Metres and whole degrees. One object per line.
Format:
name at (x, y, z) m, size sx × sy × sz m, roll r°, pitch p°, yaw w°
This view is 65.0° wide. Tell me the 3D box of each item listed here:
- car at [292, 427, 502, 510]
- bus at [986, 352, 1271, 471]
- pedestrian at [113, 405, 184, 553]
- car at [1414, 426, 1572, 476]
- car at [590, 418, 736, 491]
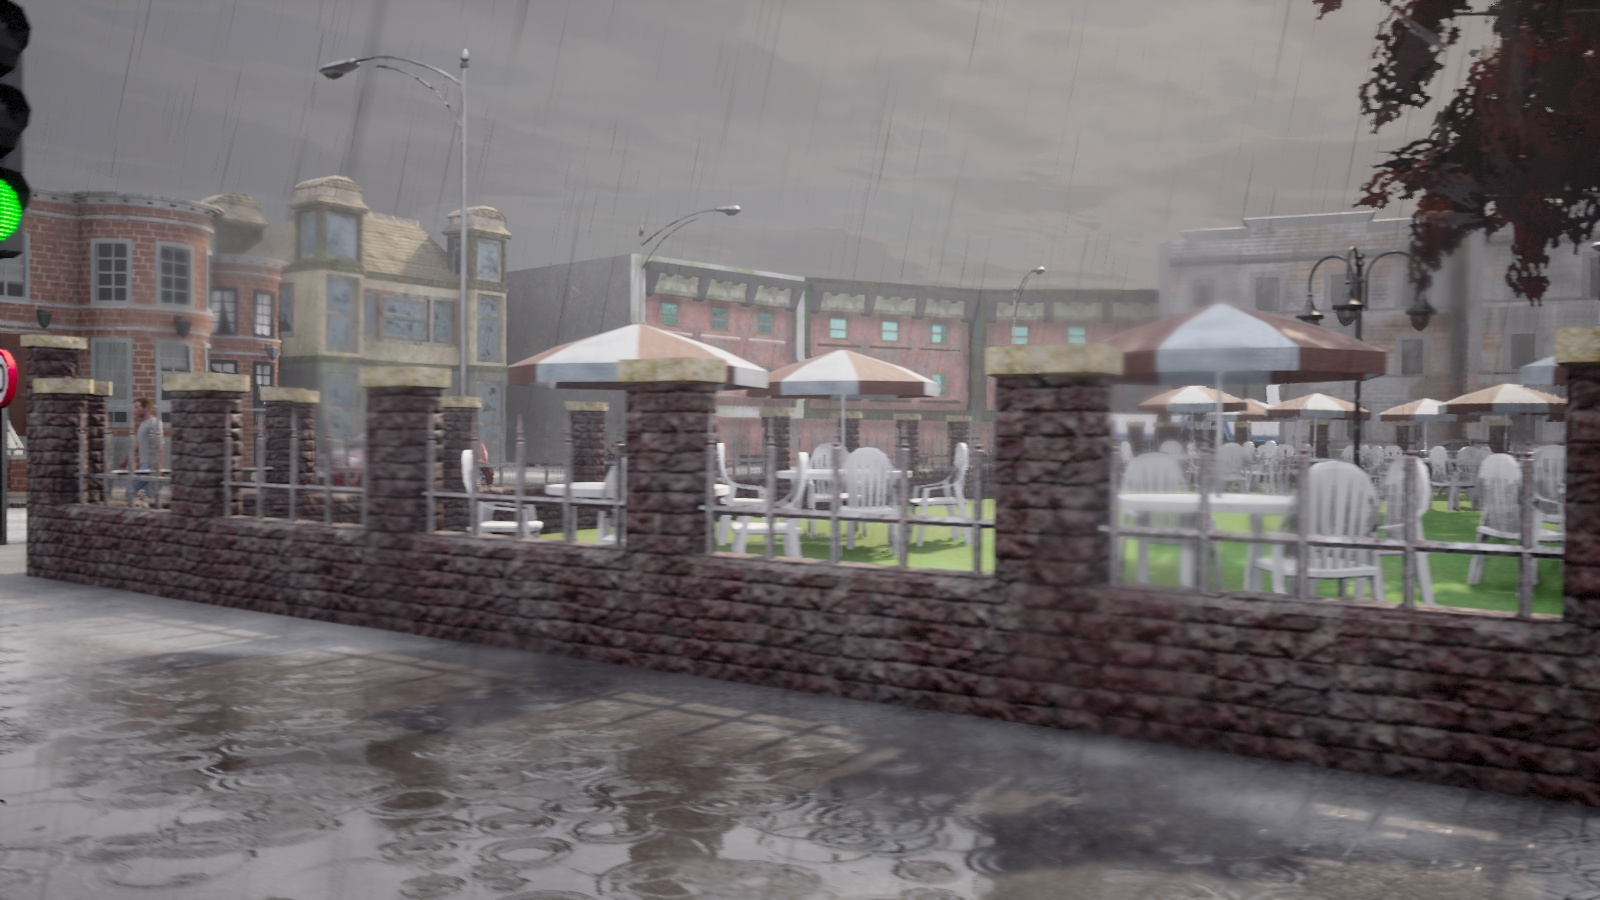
car at (-8.540, 0.338, 26.936) m, size 1.851 × 1.617 × 3.988 m, roll 0°, pitch 1°, yaw 34°
bus at (12.679, -1.433, 48.507) m, size 10.273 × 4.253 × 3.944 m, roll 0°, pitch 2°, yaw 20°
pedestrian at (-8.252, 0.352, 15.910) m, size 0.706 × 1.836 × 0.354 m, roll -1°, pitch 1°, yaw -39°
car at (21.679, 0.011, 39.340) m, size 4.193 × 1.474 × 1.816 m, roll 0°, pitch 1°, yaw 33°
car at (-3.678, 0.091, 34.276) m, size 1.905 × 1.878 × 3.866 m, roll 0°, pitch 1°, yaw 33°
